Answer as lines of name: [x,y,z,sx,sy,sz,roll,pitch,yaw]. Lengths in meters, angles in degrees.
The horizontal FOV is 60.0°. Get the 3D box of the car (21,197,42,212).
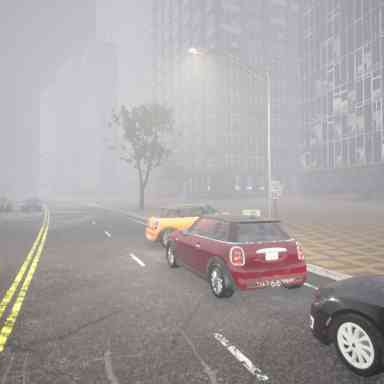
car: [-18.934,1.393,39.370,2.097,1.767,4.553,0,0,-24]

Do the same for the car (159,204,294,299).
car: [0.856,1.355,8.879,2.097,1.767,4.553,0,0,-22]

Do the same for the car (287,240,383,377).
car: [3.605,1.505,3.415,1.837,1.490,4.892,0,0,-36]

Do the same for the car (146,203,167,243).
car: [0.322,1.276,14.512,4.553,1.767,2.097,-3,1,-18]

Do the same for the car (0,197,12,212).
car: [-21.900,1.390,38.041,2.097,1.767,4.553,0,0,-24]
